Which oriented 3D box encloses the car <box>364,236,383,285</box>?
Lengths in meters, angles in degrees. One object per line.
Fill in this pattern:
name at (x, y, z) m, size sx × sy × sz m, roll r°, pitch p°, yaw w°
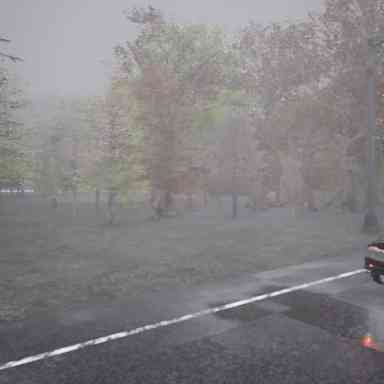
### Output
car at (6.206, 1.478, 8.235) m, size 4.902 × 1.511 × 2.128 m, roll 0°, pitch 0°, yaw -35°
